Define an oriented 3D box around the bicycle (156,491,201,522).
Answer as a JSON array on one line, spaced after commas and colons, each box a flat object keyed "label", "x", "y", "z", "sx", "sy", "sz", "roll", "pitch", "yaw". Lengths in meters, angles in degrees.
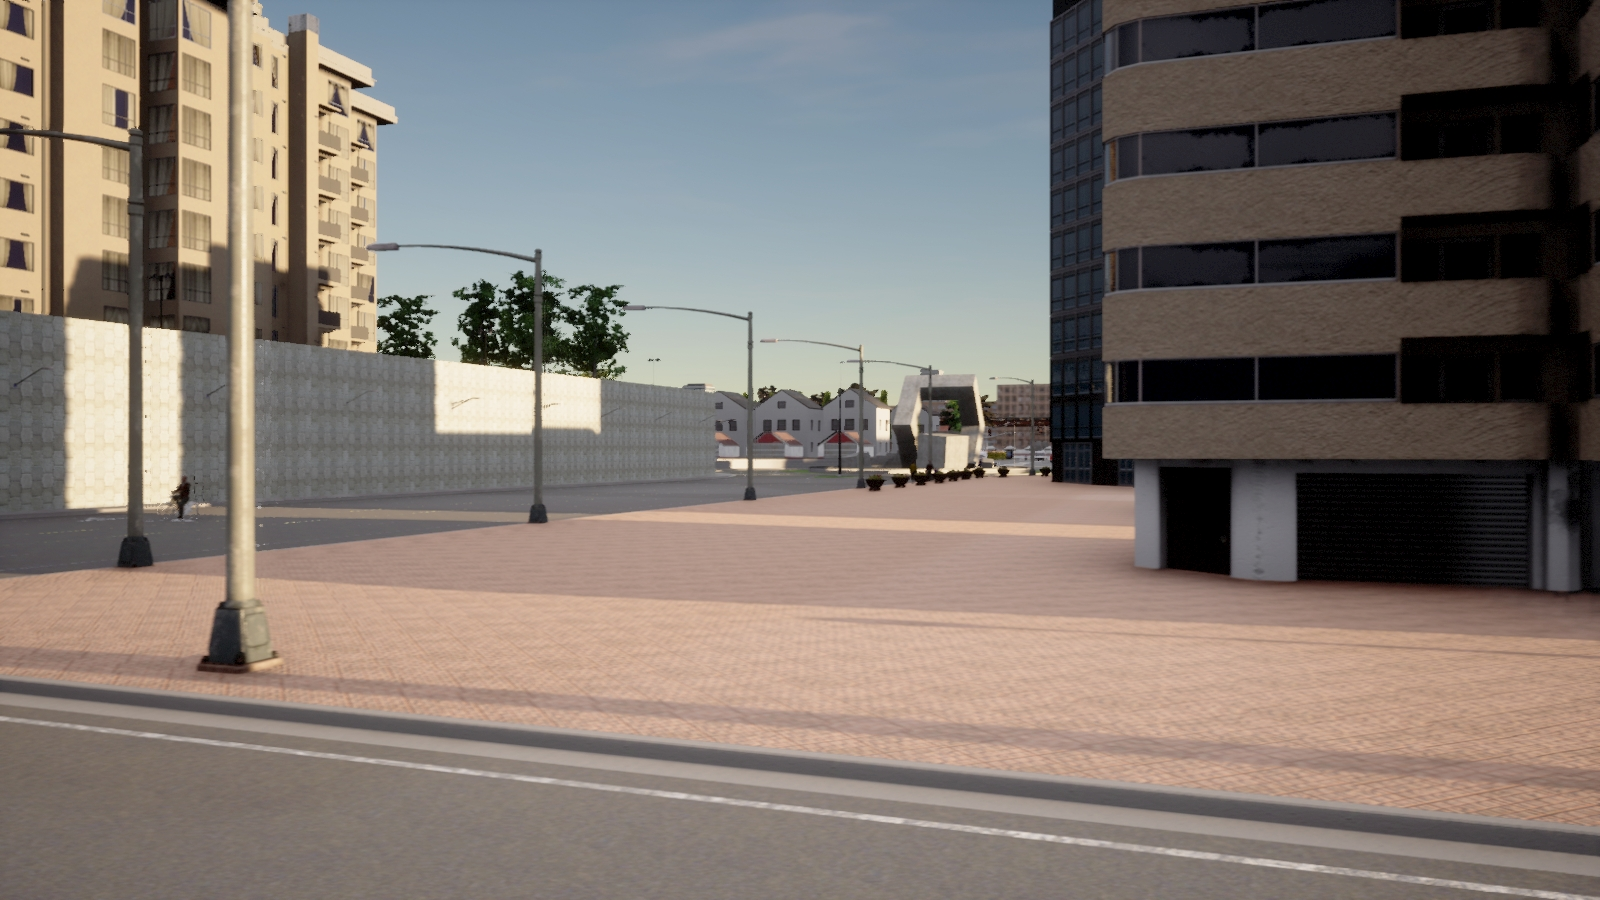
[{"label": "bicycle", "x": -24.653, "y": 2.231, "z": 45.360, "sx": 0.329, "sy": 1.126, "sz": 1.835, "roll": 0, "pitch": 0, "yaw": 20}]
